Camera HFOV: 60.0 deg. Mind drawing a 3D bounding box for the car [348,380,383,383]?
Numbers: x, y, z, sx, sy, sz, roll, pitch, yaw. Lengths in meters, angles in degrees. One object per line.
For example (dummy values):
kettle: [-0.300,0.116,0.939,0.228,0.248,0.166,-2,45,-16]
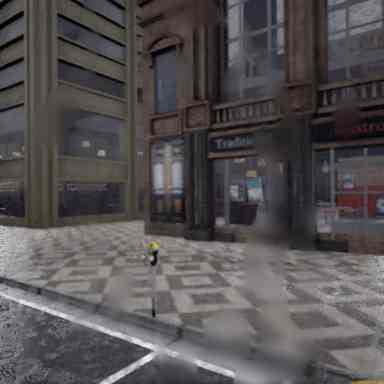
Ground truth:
car: [2.727,1.507,1.017,4.829,1.417,1.752,-1,0,36]
